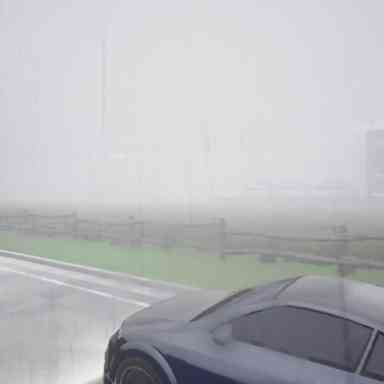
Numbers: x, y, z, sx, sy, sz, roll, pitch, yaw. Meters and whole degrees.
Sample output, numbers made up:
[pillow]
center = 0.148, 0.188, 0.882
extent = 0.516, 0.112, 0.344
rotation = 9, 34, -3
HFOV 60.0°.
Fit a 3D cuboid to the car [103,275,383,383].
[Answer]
[car]
center = 1.090, 1.569, 3.228
extent = 4.181, 1.385, 1.994
rotation = 0, 0, 35
